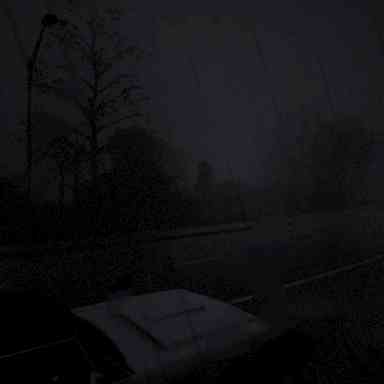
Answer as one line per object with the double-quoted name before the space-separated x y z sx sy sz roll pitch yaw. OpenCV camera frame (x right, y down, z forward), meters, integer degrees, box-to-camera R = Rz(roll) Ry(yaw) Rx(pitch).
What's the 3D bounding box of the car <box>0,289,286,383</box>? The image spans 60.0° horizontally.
"car" -1.348 1.603 2.863 4.718 1.301 1.895 0 0 -36
